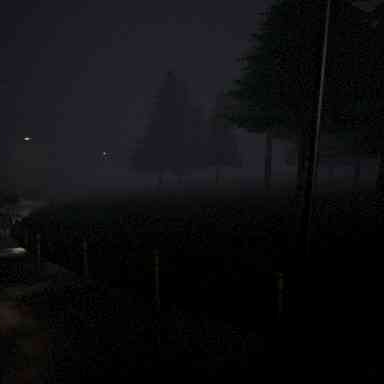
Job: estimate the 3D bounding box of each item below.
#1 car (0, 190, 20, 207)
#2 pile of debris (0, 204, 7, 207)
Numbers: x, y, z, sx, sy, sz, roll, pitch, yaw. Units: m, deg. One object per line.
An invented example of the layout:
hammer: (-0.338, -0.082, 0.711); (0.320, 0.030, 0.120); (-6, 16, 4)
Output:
car: (-20.308, 0.552, 35.650); (2.097, 1.767, 4.553); (4, 2, -6)
pile of debris: (-20.578, 1.396, 34.827); (1.500, 0.140, 1.860); (4, 2, -6)
